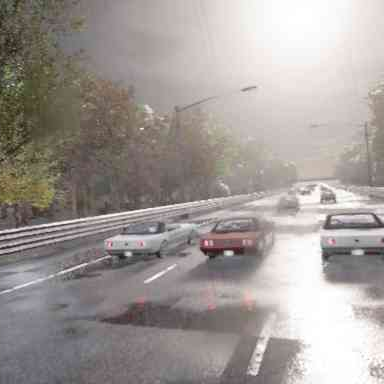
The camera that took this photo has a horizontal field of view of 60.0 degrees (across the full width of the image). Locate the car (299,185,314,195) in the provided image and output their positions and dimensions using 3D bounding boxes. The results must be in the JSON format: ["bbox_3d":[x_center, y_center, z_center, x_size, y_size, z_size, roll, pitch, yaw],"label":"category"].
[{"bbox_3d":[24.416,-0.065,70.987,1.812,1.442,4.674,-4,0,21],"label":"car"}]

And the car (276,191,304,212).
[{"bbox_3d":[8.695,1.010,29.899,2.033,1.411,5.357,-4,0,21],"label":"car"}]

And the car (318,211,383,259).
[{"bbox_3d":[5.146,1.262,10.846,1.895,1.301,4.718,-4,0,21],"label":"car"}]

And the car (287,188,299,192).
[{"bbox_3d":[23.314,0.033,77.878,2.128,1.511,4.902,-4,0,21],"label":"car"}]

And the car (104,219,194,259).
[{"bbox_3d":[-1.374,1.752,13.354,1.895,1.301,4.718,-4,0,21],"label":"car"}]

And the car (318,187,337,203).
[{"bbox_3d":[16.240,0.482,39.848,2.033,1.411,5.357,-4,0,21],"label":"car"}]

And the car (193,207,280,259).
[{"bbox_3d":[1.885,1.507,12.100,1.895,1.301,4.718,-4,0,21],"label":"car"}]

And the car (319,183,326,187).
[{"bbox_3d":[33.578,-0.741,85.169,1.837,1.490,4.892,-4,0,21],"label":"car"}]
